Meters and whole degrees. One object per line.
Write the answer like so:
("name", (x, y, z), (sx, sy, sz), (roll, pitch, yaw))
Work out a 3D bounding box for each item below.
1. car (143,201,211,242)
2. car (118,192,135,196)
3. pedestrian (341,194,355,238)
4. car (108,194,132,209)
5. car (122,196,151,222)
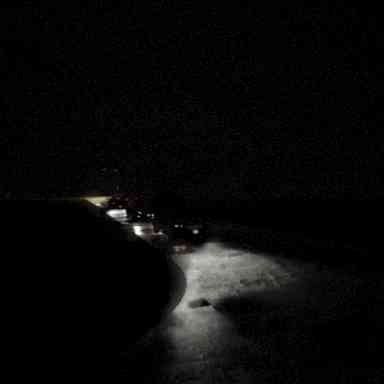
("car", (-0.667, 1.385, 16.362), (2.128, 1.511, 4.902), (-3, 2, -20))
("car", (-9.304, 1.012, 49.352), (1.895, 1.301, 4.718), (-3, 1, -20))
("pedestrian", (6.500, 0.993, 13.861), (0.375, 1.860, 0.375), (-1, -1, -20))
("car", (-8.660, 1.247, 38.828), (1.895, 1.301, 4.718), (-3, 2, -19))
("car", (-3.808, 1.297, 25.156), (1.837, 1.490, 4.892), (-3, 2, -20))
